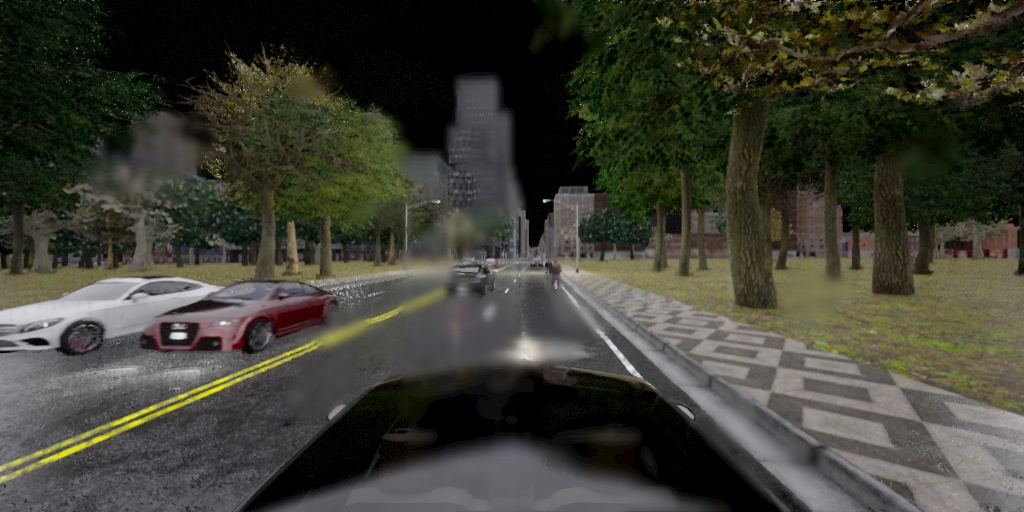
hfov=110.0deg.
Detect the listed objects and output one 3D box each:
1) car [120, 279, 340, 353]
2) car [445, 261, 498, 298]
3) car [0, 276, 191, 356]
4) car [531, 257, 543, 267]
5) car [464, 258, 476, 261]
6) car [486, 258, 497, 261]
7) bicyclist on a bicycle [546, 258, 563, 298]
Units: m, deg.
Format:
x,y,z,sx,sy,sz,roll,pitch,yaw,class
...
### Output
x,y,z,sx,sy,sz,roll,pitch,yaw,class
-6.006,1.276,8.598,1.994,1.385,4.181,0,0,4,car
-1.937,1.174,17.708,1.837,1.490,4.892,0,0,4,car
-9.255,1.235,8.719,1.812,1.442,4.674,0,0,4,car
4.158,1.130,59.937,1.895,1.301,4.718,0,0,4,car
-6.297,1.033,52.513,2.128,1.511,4.902,0,0,4,car
-3.053,1.070,52.343,1.812,1.442,4.674,0,0,4,car
2.041,1.046,16.574,0.659,1.776,1.843,0,0,4,bicyclist on a bicycle
